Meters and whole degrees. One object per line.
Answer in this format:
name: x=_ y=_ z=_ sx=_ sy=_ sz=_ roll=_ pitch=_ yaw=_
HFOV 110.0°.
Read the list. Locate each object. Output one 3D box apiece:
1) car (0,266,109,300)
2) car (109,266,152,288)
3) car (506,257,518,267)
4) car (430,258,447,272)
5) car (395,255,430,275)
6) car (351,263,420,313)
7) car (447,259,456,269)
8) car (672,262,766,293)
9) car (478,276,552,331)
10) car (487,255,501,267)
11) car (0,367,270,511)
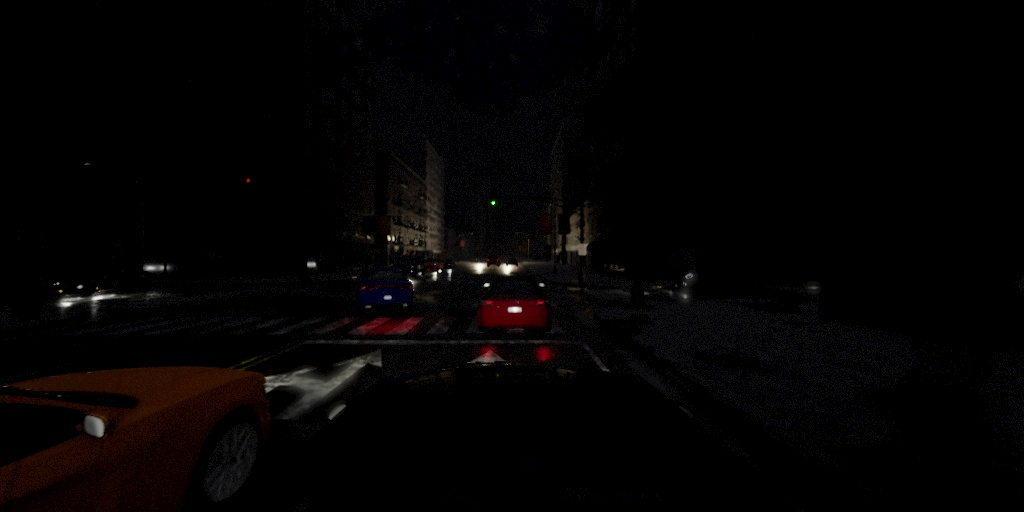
car: x=-22.595 y=1.286 z=17.124 sx=4.181 sy=1.385 sz=1.994 roll=0 pitch=0 yaw=0
car: x=-25.371 y=1.300 z=22.623 sx=4.313 sy=1.339 sz=1.948 roll=0 pitch=0 yaw=0
car: x=0.014 y=1.005 z=63.568 sx=2.097 sy=1.767 sz=4.553 roll=0 pitch=0 yaw=0
car: x=-9.837 y=1.038 z=44.443 sx=2.097 sy=1.767 sz=4.553 roll=0 pitch=0 yaw=0
car: x=-9.836 y=0.924 z=34.514 sx=2.150 sy=2.045 sz=5.566 roll=0 pitch=0 yaw=0
car: x=-5.175 y=1.207 z=14.131 sx=1.882 sy=1.535 sz=5.008 roll=1 pitch=0 yaw=-25
car: x=-9.805 y=1.173 z=54.802 sx=1.837 sy=1.490 sz=4.892 roll=0 pitch=0 yaw=0
car: x=11.551 y=1.114 z=20.270 sx=4.553 sy=1.767 sz=2.097 roll=0 pitch=0 yaw=1
car: x=0.076 y=1.302 z=10.933 sx=1.994 sy=1.385 sz=4.181 roll=0 pitch=0 yaw=0
car: x=-3.236 y=0.875 z=63.212 sx=2.150 sy=2.045 sz=5.566 roll=0 pitch=0 yaw=0
car: x=-3.152 y=1.228 z=1.261 sx=1.882 sy=1.535 sz=5.008 roll=0 pitch=0 yaw=0
